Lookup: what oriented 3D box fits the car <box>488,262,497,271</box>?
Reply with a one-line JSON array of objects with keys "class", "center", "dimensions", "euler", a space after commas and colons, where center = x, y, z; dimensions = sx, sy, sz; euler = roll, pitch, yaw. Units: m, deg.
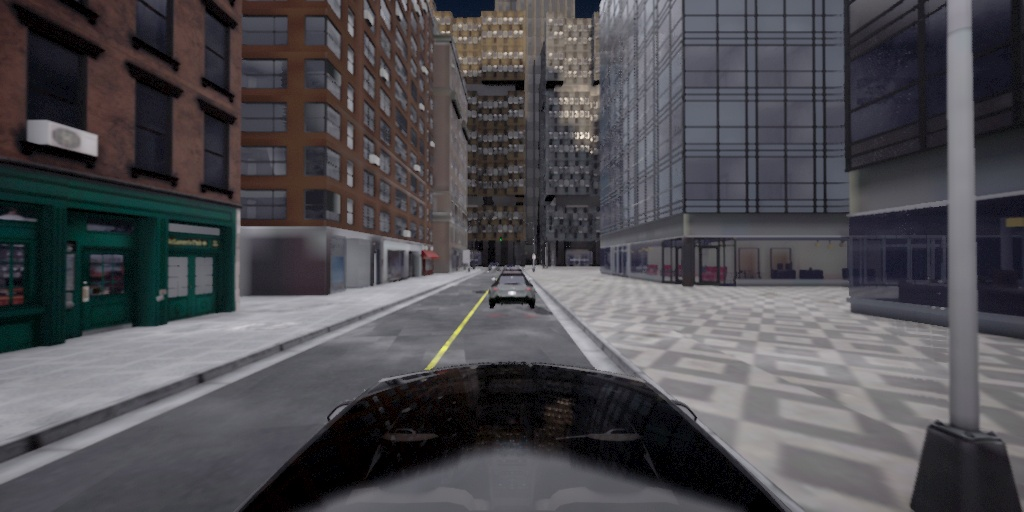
[{"class": "car", "center": [-3.001, 1.822, 60.285], "dimensions": [2.128, 1.511, 4.902], "euler": [0, -1, 0]}]

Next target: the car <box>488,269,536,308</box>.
[{"class": "car", "center": [0.006, 1.451, 16.112], "dimensions": [1.994, 1.385, 4.181], "euler": [0, 0, 0]}]

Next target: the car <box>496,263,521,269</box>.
[{"class": "car", "center": [0.006, 1.524, 31.150], "dimensions": [2.128, 1.511, 4.902], "euler": [0, 0, 0]}]
